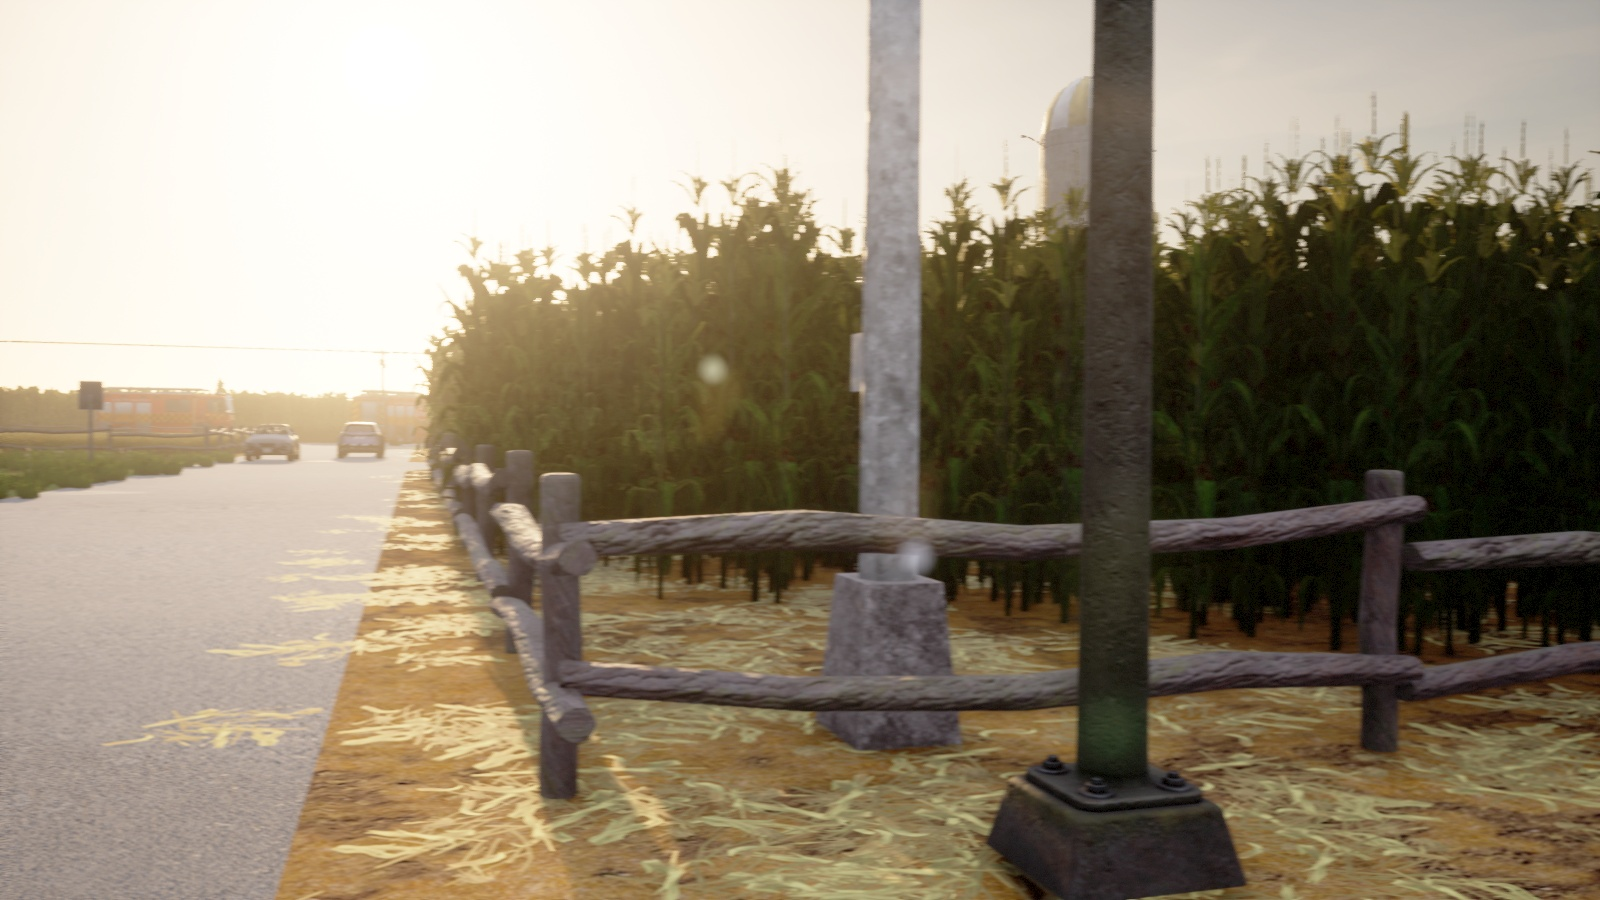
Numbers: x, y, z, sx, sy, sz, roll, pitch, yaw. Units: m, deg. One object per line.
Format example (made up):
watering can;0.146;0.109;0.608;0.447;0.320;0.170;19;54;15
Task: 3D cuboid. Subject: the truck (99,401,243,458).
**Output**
truck;-43.412;-1.447;86.972;8.468;3.827;2.891;-1;1;-17

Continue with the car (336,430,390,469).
car;-19.614;-0.063;56.526;2.033;1.649;4.856;-1;1;-17

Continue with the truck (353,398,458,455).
truck;-28.030;-1.653;89.666;2.891;3.827;8.468;-1;1;16

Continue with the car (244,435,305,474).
car;-20.913;0.147;50.104;1.816;1.474;4.193;-1;1;-17
